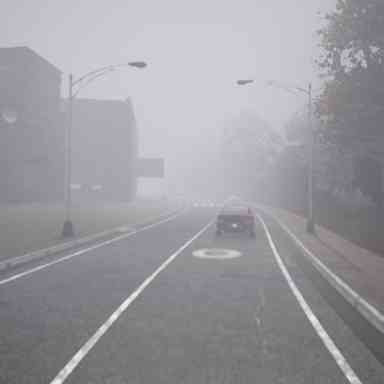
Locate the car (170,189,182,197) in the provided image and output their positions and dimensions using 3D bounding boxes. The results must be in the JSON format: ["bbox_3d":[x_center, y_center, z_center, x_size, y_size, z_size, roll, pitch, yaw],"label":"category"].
[{"bbox_3d":[-3.391,0.144,71.365,2.128,1.511,4.902,1,2,-16],"label":"car"}]

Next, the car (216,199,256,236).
[{"bbox_3d":[2.388,1.392,17.923,1.882,1.535,5.008,0,0,9],"label":"car"}]

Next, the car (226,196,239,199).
[{"bbox_3d":[4.797,1.196,38.948,1.812,1.442,4.674,0,1,3],"label":"car"}]
